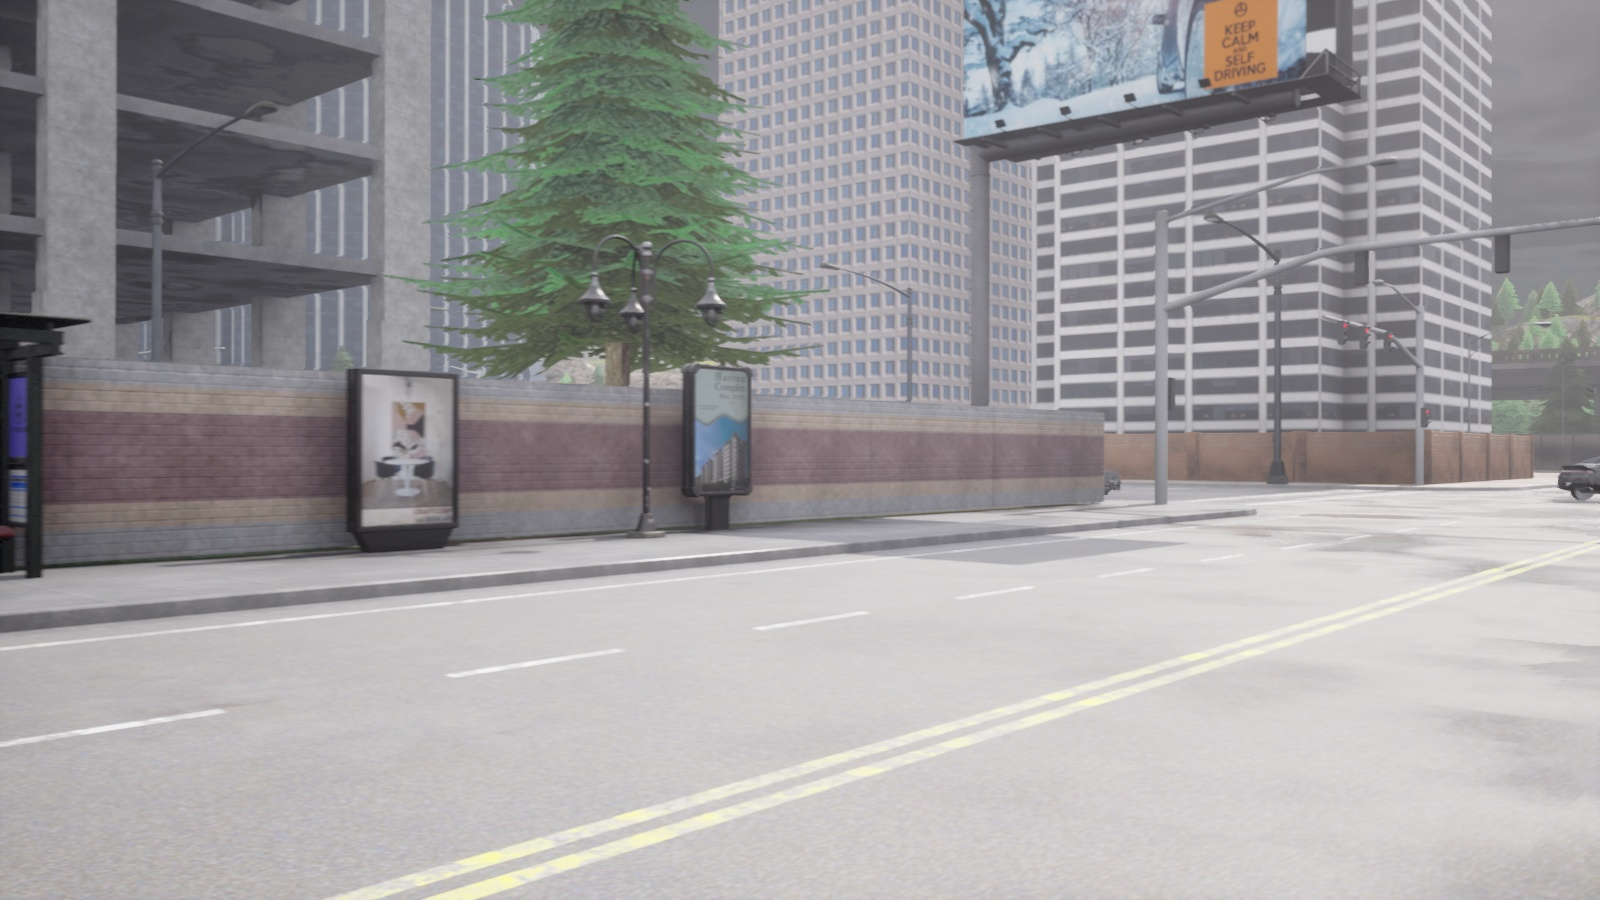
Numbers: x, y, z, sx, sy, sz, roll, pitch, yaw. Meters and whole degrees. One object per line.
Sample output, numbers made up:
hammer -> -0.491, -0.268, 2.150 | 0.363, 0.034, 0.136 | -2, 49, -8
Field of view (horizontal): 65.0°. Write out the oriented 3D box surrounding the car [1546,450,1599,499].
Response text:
car -> 26.867, 0.742, 40.079 | 4.902, 1.511, 2.128 | 0, 0, -5

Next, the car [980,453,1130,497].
car -> 8.932, 0.839, 44.274 | 4.892, 1.490, 1.837 | 0, 0, 41
